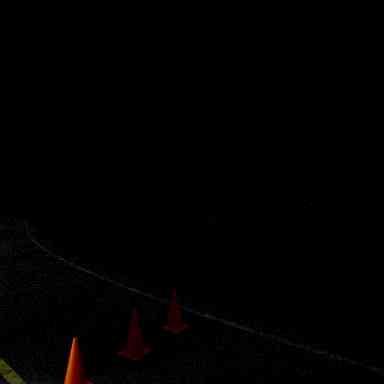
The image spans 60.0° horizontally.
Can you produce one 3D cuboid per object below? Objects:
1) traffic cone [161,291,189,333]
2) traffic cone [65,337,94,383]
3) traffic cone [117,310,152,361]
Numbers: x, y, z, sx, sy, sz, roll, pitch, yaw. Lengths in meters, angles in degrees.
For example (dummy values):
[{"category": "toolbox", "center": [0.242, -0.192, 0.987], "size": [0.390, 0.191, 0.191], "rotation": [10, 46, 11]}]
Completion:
[{"category": "traffic cone", "center": [-0.277, 1.931, 5.460], "size": [0.340, 0.580, 0.340], "rotation": [1, 1, 31]}, {"category": "traffic cone", "center": [-1.313, 1.945, 3.759], "size": [0.340, 0.580, 0.340], "rotation": [1, 1, 31]}, {"category": "traffic cone", "center": [-0.795, 1.938, 4.610], "size": [0.340, 0.580, 0.340], "rotation": [1, 1, 31]}]
